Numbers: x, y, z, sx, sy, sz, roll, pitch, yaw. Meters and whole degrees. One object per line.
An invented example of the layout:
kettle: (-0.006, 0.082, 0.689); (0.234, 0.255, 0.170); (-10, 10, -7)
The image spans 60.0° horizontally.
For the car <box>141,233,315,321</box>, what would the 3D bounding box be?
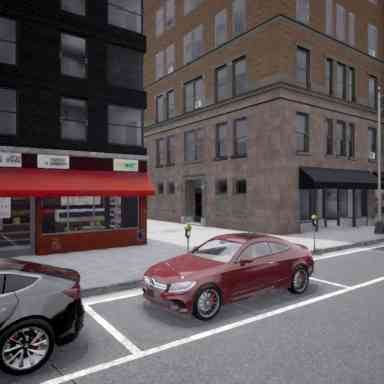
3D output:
car: (0.954, 1.582, 7.218); (4.206, 1.307, 1.802); (0, 0, -36)

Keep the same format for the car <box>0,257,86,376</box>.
car: (-3.523, 1.566, 4.022); (4.313, 1.339, 1.947); (0, 0, -36)
